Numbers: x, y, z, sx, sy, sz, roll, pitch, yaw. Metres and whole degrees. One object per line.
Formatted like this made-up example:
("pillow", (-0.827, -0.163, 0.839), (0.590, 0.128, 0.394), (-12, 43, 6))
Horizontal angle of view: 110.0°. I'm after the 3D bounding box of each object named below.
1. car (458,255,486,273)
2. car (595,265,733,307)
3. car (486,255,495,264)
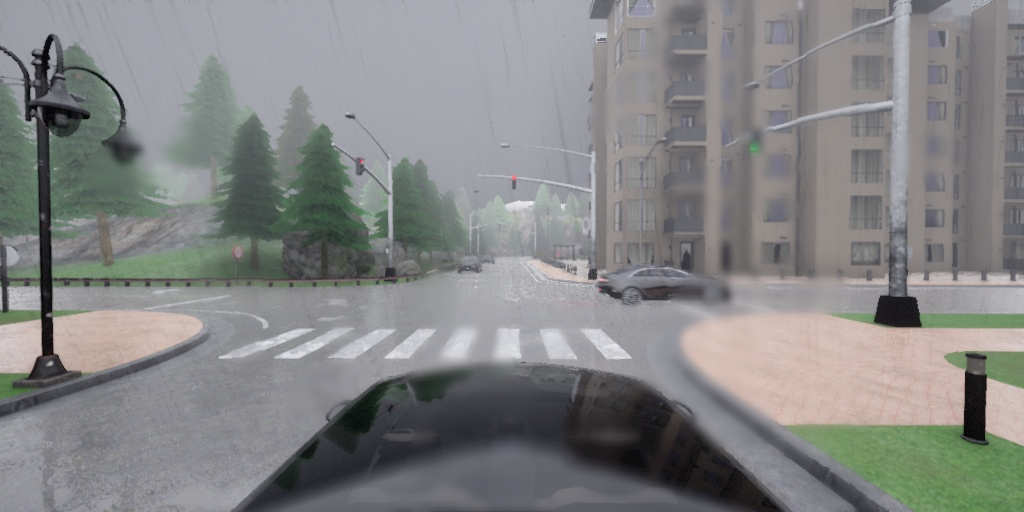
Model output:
("car", (-3.763, 0.755, 32.872), (1.837, 1.490, 4.892), (0, 1, 1))
("car", (5.673, 1.090, 13.617), (4.902, 1.511, 2.128), (0, 1, 1))
("car", (-3.550, 0.492, 52.089), (1.994, 1.385, 4.181), (0, 1, 1))
